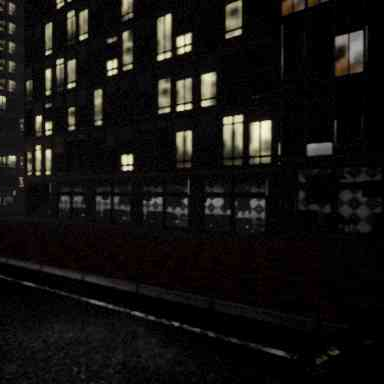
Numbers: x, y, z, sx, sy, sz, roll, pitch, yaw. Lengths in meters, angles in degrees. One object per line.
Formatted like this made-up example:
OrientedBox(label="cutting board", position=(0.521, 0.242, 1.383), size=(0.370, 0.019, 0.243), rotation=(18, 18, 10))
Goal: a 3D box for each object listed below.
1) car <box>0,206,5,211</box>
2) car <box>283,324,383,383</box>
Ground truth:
OrientedBox(label="car", position=(-29.278, 2.294, 47.074), size=(1.752, 1.417, 4.829), rotation=(0, -1, 36))
OrientedBox(label="car", position=(2.874, 1.468, 1.586), size=(4.902, 1.511, 2.128), rotation=(-1, -1, 36))
